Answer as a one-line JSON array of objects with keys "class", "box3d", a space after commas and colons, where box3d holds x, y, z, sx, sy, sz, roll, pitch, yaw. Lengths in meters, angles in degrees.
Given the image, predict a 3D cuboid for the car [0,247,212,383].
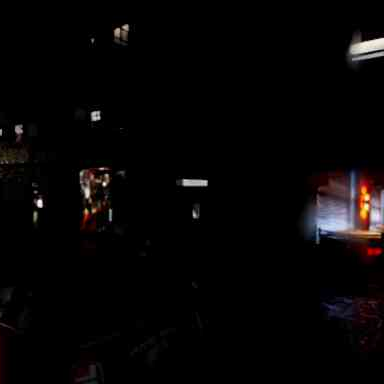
[{"class": "car", "box3d": [-1.875, 1.416, 4.051, 4.097, 1.590, 1.967, 0, 1, 36]}]
